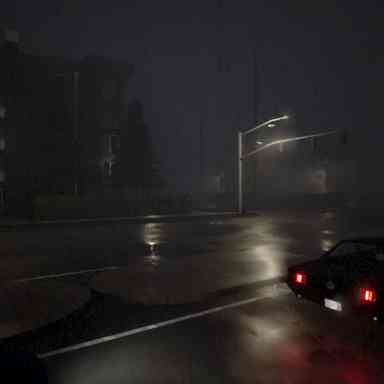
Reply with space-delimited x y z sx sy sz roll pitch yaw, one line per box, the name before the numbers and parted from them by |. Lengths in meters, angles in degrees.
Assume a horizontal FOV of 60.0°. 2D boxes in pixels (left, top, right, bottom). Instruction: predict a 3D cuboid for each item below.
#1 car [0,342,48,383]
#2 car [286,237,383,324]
car | -3.144 1.526 1.517 4.674 1.442 1.812 0 0 -36
car | 4.174 1.601 6.845 4.718 1.301 1.895 0 0 -35
